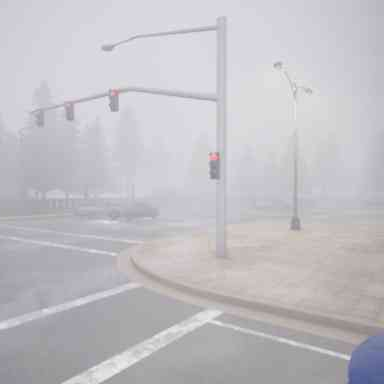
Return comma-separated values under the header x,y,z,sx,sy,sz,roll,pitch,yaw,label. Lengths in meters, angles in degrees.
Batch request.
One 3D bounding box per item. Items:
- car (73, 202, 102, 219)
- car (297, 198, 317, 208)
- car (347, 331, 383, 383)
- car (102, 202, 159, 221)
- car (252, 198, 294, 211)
x,y,z,sx,sy,sz,roll,pitch,yaw,label
-7.657,1.529,28.355,1.895,1.301,4.718,0,0,38,car
14.040,1.482,44.618,5.357,1.411,2.033,0,0,-18,car
3.428,1.479,1.522,5.008,1.535,1.882,0,0,36,car
-4.594,1.494,26.508,1.994,1.385,4.181,0,0,39,car
9.309,1.534,38.841,4.718,1.301,1.895,0,0,-27,car
